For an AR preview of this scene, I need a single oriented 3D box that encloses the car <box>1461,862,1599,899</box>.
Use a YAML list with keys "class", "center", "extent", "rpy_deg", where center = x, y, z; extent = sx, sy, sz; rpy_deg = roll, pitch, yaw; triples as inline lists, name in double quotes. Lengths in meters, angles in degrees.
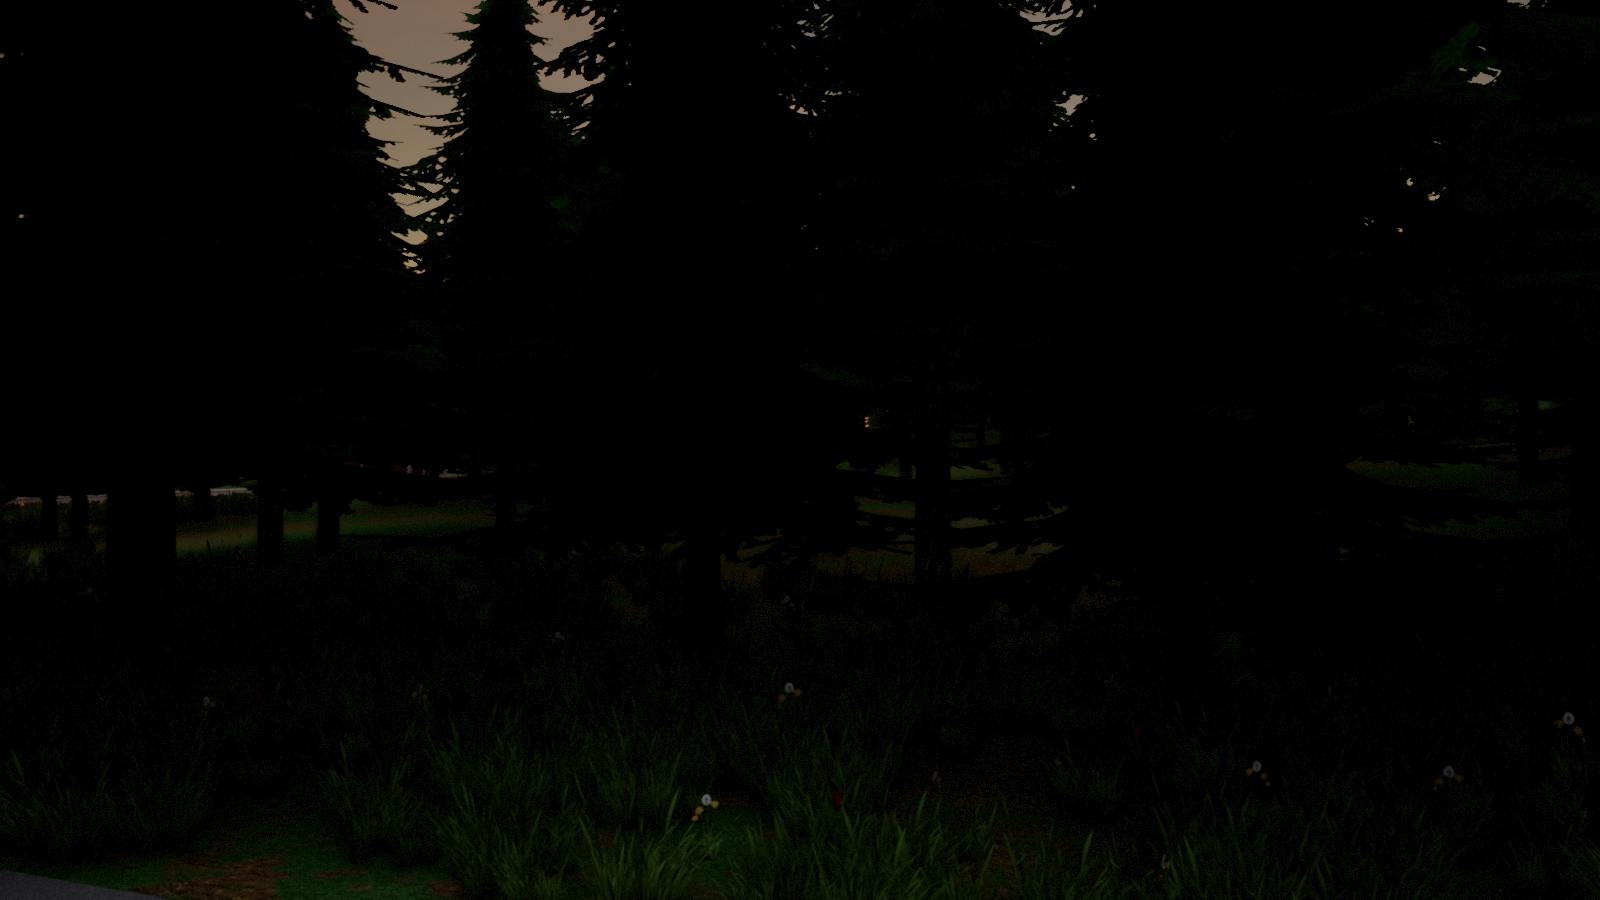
- class: "car"
  center: [4.001, 2.063, 1.825]
  extent: [4.792, 1.488, 2.163]
  rpy_deg: [0, 0, 20]
